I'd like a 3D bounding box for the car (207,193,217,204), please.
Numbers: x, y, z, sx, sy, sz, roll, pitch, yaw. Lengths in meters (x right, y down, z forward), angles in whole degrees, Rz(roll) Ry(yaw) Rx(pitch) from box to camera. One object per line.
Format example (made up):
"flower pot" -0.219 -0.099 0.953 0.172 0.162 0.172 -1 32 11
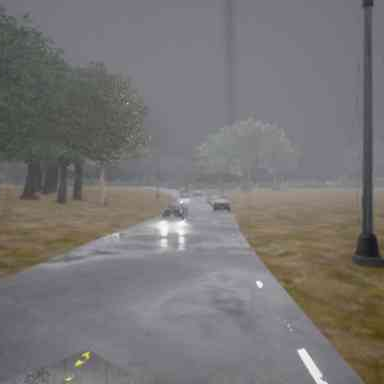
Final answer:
"car" 3.566 1.265 48.211 1.801 1.575 5.366 -2 2 0

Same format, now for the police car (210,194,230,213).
"police car" 3.330 1.410 38.030 1.930 1.638 5.238 0 1 3

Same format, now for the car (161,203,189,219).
"car" -1.408 1.622 28.993 1.895 1.301 4.718 0 0 5

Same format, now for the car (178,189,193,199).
"car" -1.503 0.641 69.747 1.994 1.385 4.181 0 2 -6

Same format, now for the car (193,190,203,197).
"car" 1.124 0.346 73.199 1.812 1.442 4.674 0 3 -9

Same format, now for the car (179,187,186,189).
"car" -2.632 -0.618 94.218 1.837 1.490 4.892 0 3 -14
